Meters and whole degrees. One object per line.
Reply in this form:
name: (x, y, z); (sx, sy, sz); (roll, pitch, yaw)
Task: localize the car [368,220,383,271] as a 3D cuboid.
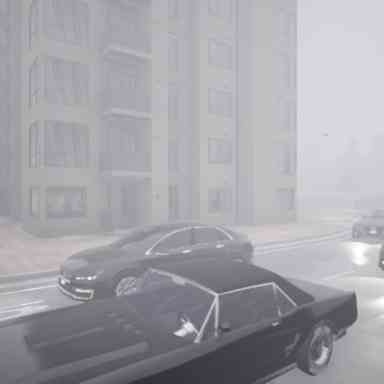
car: (7.075, 1.562, 9.553); (4.181, 1.385, 1.994); (0, 0, -40)

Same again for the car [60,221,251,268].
car: (-0.597, 1.504, 7.992); (4.892, 1.490, 1.837); (0, 0, -37)

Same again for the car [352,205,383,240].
car: (9.237, 1.563, 15.942); (1.994, 1.385, 4.181); (0, 0, 43)

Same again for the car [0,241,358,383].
car: (-0.049, 1.601, 3.997); (4.718, 1.301, 1.895); (0, 0, -37)

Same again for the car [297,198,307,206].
car: (16.394, 1.601, 54.732); (1.895, 1.301, 4.718); (0, 0, -33)

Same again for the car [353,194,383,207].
car: (22.717, 1.221, 41.459); (2.150, 2.045, 5.566); (0, 0, -13)
